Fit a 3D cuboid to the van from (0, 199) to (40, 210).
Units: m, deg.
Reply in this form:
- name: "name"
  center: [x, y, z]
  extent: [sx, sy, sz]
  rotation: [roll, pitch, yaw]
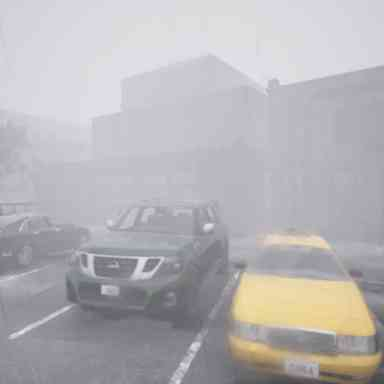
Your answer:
- name: "van"
  center: [-7.662, 1.281, 13.021]
  extent: [1.878, 1.987, 4.442]
  rotation: [-1, -2, 15]

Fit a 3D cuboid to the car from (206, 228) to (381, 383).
- name: "car"
  center: [1.823, 1.467, 5.938]
  extent: [1.946, 1.575, 5.366]
  rotation: [1, 0, 15]

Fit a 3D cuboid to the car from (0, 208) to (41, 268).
- name: "car"
  center: [-5.311, 1.468, 11.209]
  extent: [2.231, 1.521, 4.892]
  rotation: [-1, -1, 15]

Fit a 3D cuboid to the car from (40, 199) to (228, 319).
- name: "car"
  center: [-0.524, 1.204, 7.795]
  extent: [2.435, 2.045, 5.566]
  rotation: [0, -1, 15]
